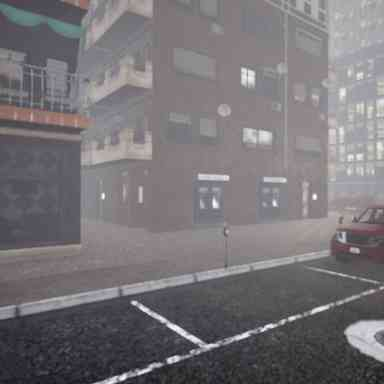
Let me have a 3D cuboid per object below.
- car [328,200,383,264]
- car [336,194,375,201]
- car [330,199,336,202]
[{"bbox_3d":[6.620,1.323,10.802,5.009,1.841,2.192,0,0,-35],"label":"car"},{"bbox_3d":[18.465,1.129,38.336,2.192,1.841,5.009,1,0,-36],"label":"car"},{"bbox_3d":[11.852,1.346,33.582,1.802,1.307,4.206,1,0,-36],"label":"car"}]
